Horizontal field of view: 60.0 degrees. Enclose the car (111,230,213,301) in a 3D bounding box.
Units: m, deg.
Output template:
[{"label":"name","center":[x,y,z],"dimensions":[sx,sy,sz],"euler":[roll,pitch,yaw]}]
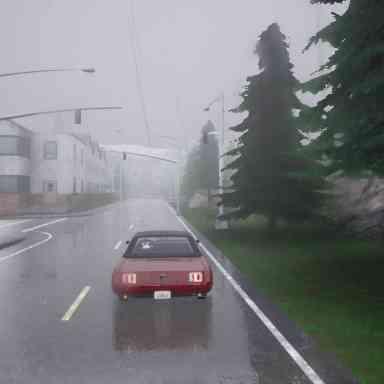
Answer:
[{"label":"car","center":[-0.726,1.601,8.317],"dimensions":[1.895,1.301,4.718],"euler":[0,0,-5]}]
